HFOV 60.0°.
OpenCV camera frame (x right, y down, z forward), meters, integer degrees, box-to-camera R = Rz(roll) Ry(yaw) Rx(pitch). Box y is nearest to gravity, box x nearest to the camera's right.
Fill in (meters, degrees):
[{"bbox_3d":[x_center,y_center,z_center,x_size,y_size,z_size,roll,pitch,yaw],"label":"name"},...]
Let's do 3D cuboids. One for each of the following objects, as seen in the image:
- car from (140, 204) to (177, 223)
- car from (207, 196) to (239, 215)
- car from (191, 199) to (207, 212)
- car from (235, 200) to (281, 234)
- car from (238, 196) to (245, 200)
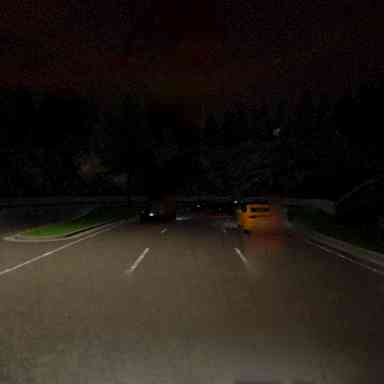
[{"bbox_3d":[-2.491,1.563,25.302,1.994,1.385,4.181,0,0,10],"label":"car"},{"bbox_3d":[3.289,1.478,33.930,1.882,1.535,5.008,0,0,16],"label":"car"},{"bbox_3d":[1.276,1.563,39.744,1.994,1.385,4.181,0,0,15],"label":"car"},{"bbox_3d":[3.837,1.477,19.473,1.882,1.535,5.008,0,0,3],"label":"car"},{"bbox_3d":[5.967,1.352,44.052,2.097,1.767,4.553,0,0,13],"label":"car"}]
